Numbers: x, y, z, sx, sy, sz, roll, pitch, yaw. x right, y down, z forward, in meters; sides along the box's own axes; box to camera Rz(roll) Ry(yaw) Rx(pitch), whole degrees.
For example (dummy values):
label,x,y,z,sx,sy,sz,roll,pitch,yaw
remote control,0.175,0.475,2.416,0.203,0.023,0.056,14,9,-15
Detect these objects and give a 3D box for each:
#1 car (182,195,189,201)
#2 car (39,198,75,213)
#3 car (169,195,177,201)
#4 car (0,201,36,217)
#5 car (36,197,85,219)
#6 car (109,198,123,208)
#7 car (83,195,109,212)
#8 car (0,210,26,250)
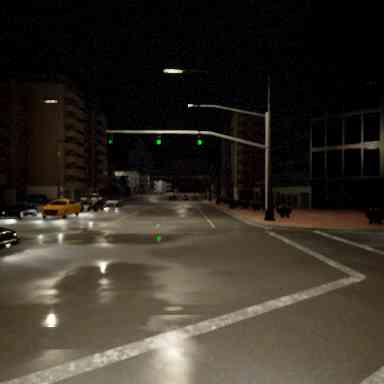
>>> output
label,x,y,z,sx,sy,sz,roll,pitch,yaw
car,-1.828,1.761,92.791,2.128,1.511,4.902,0,1,-1
car,-14.823,1.443,36.839,2.128,1.511,4.902,0,0,-1
car,-5.327,1.587,92.689,2.097,1.767,4.553,0,1,-1
car,-14.648,1.468,27.918,1.994,1.385,4.181,0,0,-1
car,-11.161,1.392,28.605,1.882,1.535,5.008,0,0,-1
car,-11.545,1.579,49.345,1.812,1.442,4.674,0,0,-1
car,-11.342,1.453,37.870,2.128,1.511,4.902,0,0,-1
car,-9.052,1.473,11.589,5.357,1.411,2.033,0,0,-1
